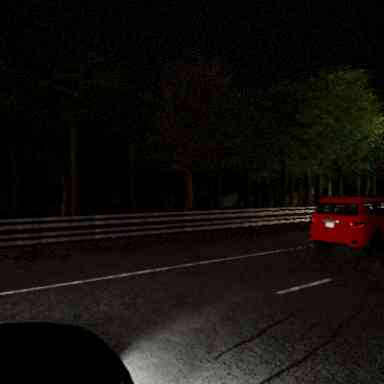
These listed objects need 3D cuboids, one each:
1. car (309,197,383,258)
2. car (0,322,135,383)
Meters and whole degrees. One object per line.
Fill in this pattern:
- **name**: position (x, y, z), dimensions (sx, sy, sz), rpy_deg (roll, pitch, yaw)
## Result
- **car**: position (6.924, 1.222, 12.988), dimensions (5.566, 2.045, 2.150), rpy_deg (0, 0, -36)
- **car**: position (-2.387, 1.563, 2.044), dimensions (4.181, 1.385, 1.994), rpy_deg (0, 0, -35)
